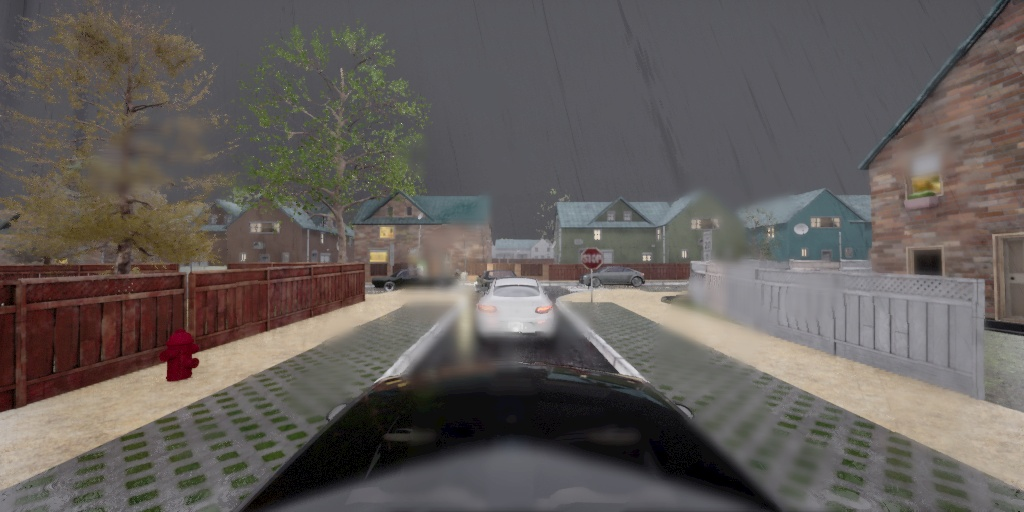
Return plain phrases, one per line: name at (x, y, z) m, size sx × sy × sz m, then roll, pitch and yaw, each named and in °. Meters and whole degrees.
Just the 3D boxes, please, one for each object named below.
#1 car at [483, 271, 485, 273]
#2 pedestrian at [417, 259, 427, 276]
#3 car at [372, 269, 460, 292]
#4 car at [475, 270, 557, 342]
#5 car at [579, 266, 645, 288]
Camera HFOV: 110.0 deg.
car at (-0.756, 1.366, 18.512) m, size 1.895 × 1.301 × 4.718 m, roll 0°, pitch -1°, yaw -12°
pedestrian at (-6.701, 1.119, 26.783) m, size 0.375 × 1.860 × 0.375 m, roll 0°, pitch -1°, yaw 1°
car at (-5.482, 1.417, 20.897) m, size 4.718 × 1.301 × 1.895 m, roll -1°, pitch -1°, yaw 1°
car at (0.103, 1.280, 9.694) m, size 1.812 × 1.442 × 4.674 m, roll 0°, pitch 0°, yaw 0°
car at (6.539, 1.344, 23.688) m, size 4.181 × 1.385 × 1.994 m, roll 0°, pitch -1°, yaw 1°
